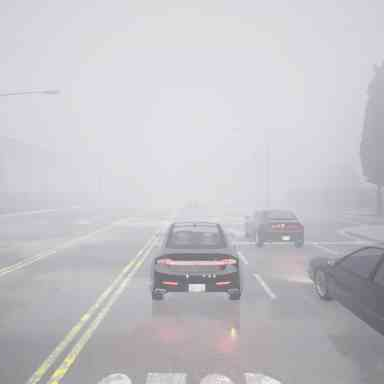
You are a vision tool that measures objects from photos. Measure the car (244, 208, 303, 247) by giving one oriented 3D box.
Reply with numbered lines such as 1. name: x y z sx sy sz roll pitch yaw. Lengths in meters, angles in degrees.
1. car: 3.565 1.505 15.046 1.837 1.490 4.892 0 0 0

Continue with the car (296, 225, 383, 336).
1. car: 3.588 1.547 5.300 2.033 1.411 5.357 0 0 0

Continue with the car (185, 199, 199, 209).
1. car: 0.002 1.601 44.148 1.895 1.301 4.718 0 0 0

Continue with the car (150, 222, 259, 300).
1. car: 0.082 1.492 8.345 2.128 1.511 4.902 0 0 0
